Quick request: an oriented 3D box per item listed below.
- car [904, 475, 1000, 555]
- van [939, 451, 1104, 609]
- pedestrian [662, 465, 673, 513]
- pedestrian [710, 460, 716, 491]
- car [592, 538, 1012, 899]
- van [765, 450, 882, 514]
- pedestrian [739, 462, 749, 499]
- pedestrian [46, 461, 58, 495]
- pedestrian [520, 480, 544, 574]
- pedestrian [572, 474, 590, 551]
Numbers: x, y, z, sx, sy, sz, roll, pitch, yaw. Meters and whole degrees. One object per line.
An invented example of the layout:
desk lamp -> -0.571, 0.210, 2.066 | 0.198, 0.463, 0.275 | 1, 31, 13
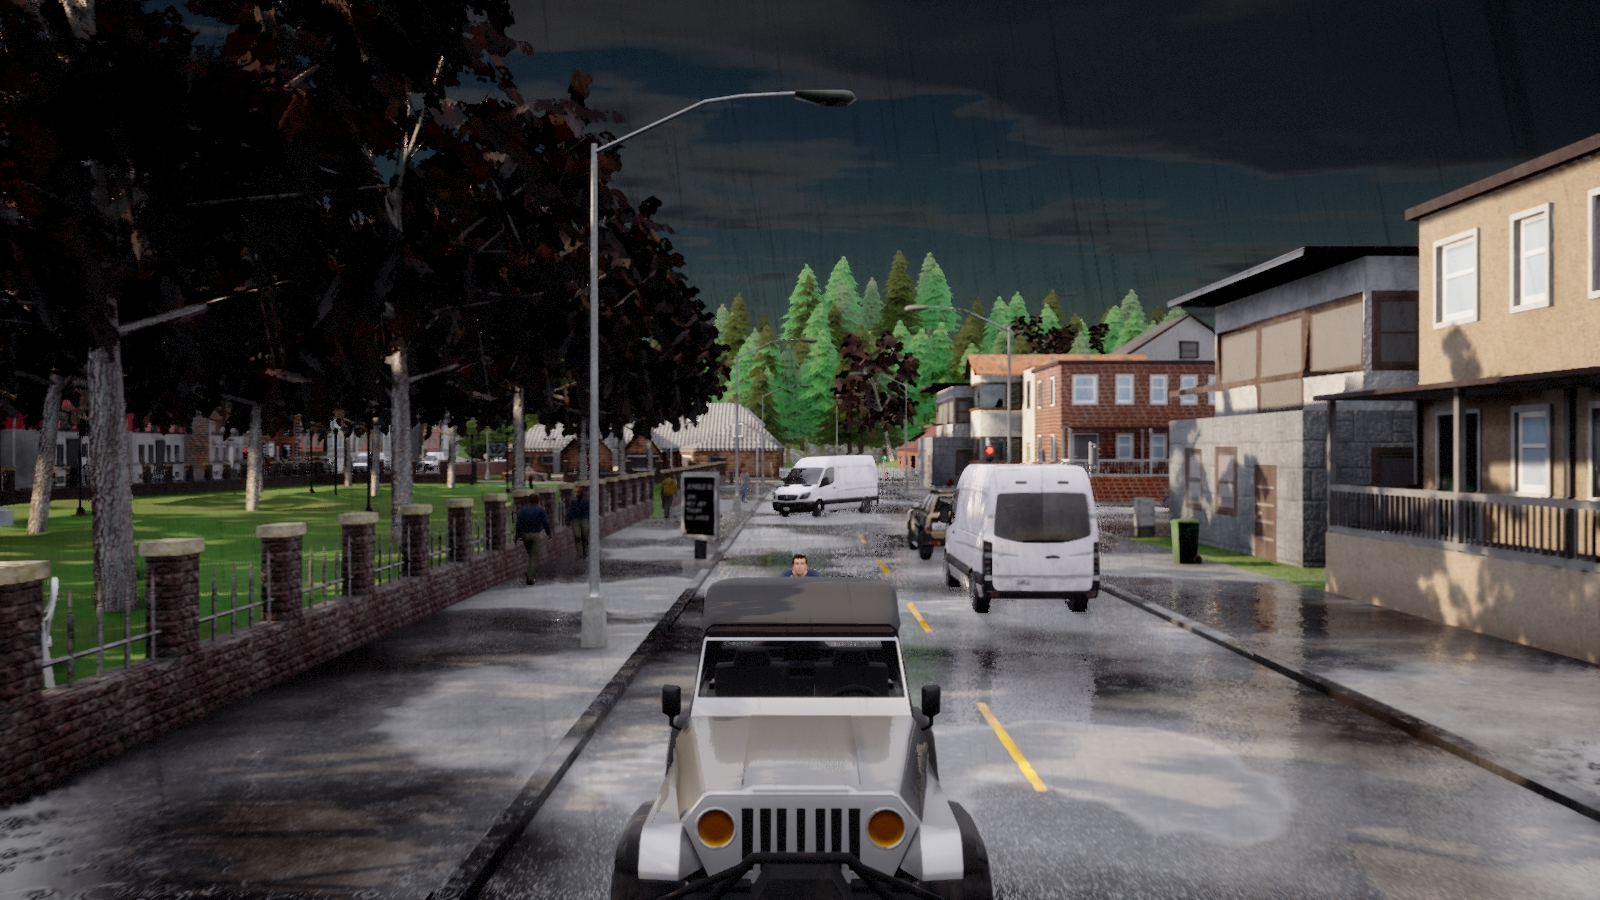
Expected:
car -> 3.944, 1.644, 30.398 | 1.932, 1.855, 4.605 | 0, 0, 0
van -> 3.974, 1.315, 21.600 | 1.988, 2.561, 5.915 | 0, 0, 0
pedestrian -> -5.158, 1.525, 44.499 | 0.375, 1.860, 0.375 | 0, 0, -1
pedestrian -> -5.187, 1.525, 68.023 | 0.375, 1.860, 0.375 | 0, 0, -4
car -> 0.011, 1.637, 7.119 | 1.905, 1.878, 3.866 | 0, 0, 0
van -> 1.107, 1.314, 49.064 | 1.988, 2.561, 5.915 | -2, -1, 35
pedestrian -> -2.788, 1.525, 57.293 | 0.375, 1.860, 0.375 | 0, 0, 22
pedestrian -> -40.494, 1.525, 61.870 | 0.375, 1.860, 0.375 | 0, 0, 0
pedestrian -> -5.341, 1.525, 22.796 | 0.375, 1.860, 0.375 | 0, 0, 3
pedestrian -> -5.335, 1.525, 27.842 | 0.375, 1.860, 0.375 | 0, 0, 1
